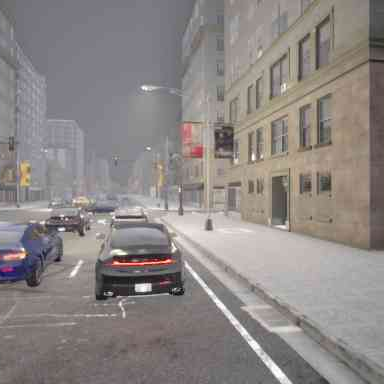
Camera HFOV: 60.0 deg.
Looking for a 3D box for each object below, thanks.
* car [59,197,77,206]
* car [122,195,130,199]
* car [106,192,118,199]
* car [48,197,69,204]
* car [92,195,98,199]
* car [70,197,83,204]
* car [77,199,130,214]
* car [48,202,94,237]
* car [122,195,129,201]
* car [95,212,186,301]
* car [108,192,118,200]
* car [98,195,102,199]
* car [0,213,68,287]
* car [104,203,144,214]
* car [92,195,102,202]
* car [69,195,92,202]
[{"bbox_3d":[-21.436,1.568,57.745,2.033,1.411,5.357,0,0,-11],"label":"car"},{"bbox_3d":[-15.928,1.617,80.021,1.895,1.301,4.718,0,0,-11],"label":"car"},{"bbox_3d":[-18.788,1.243,77.767,2.150,2.045,5.566,0,0,-11],"label":"car"},{"bbox_3d":[-19.583,1.510,48.176,2.128,1.511,4.902,0,0,-14],"label":"car"},{"bbox_3d":[-18.175,1.373,58.038,2.097,1.767,4.553,0,0,-12],"label":"car"},{"bbox_3d":[-23.362,1.617,67.586,1.895,1.301,4.718,0,0,-11],"label":"car"},{"bbox_3d":[-8.418,1.608,32.359,4.718,1.301,1.895,0,0,-11],"label":"car"},{"bbox_3d":[-6.606,1.509,17.998,1.837,1.490,4.892,0,0,-11],"label":"car"},{"bbox_3d":[-17.906,1.499,89.816,1.882,1.535,5.008,0,0,-11],"label":"car"},{"bbox_3d":[-1.368,1.506,8.470,1.837,1.490,4.892,0,0,-11],"label":"car"},{"bbox_3d":[-20.852,1.115,87.980,2.150,2.045,5.566,0,0,-11],"label":"car"},{"bbox_3d":[-20.059,1.574,67.648,1.994,1.385,4.181,0,0,-11],"label":"car"},{"bbox_3d":[-4.793,1.527,9.032,1.812,1.442,4.674,0,0,-11],"label":"car"},{"bbox_3d":[-3.311,1.495,17.591,2.128,1.511,4.902,0,0,-11],"label":"car"},{"bbox_3d":[-22.056,1.497,77.531,1.837,1.490,4.892,0,0,-11],"label":"car"},{"bbox_3d":[-16.371,1.496,48.952,1.882,1.535,5.008,0,0,-11],"label":"car"}]
